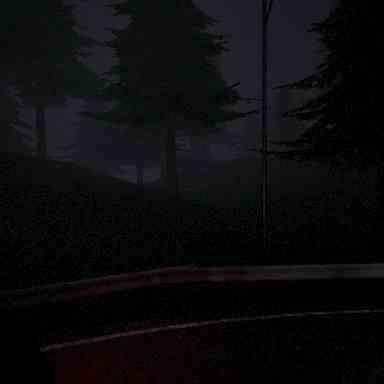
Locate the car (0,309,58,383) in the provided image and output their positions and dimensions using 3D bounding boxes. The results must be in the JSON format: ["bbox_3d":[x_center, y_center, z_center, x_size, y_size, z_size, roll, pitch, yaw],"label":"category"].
[{"bbox_3d":[-3.457,1.600,1.957,4.718,1.301,1.895,0,0,-36],"label":"car"}]
